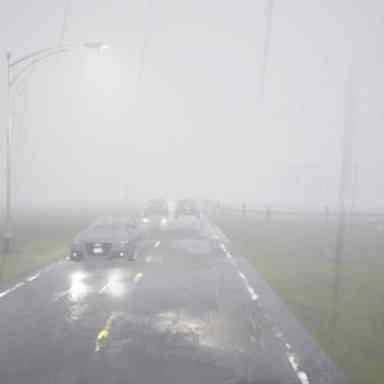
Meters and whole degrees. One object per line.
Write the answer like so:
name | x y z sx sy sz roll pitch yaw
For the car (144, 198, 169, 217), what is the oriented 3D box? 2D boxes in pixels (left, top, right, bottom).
car | -3.261 1.353 31.198 2.097 1.767 4.553 0 0 -2

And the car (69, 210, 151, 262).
car | -2.832 1.564 11.955 1.994 1.385 4.181 0 0 -1

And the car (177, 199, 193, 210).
car | -0.943 1.610 43.772 1.895 1.301 4.718 0 0 -2

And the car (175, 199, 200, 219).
car | -0.434 1.351 29.102 2.097 1.767 4.553 0 0 -1
